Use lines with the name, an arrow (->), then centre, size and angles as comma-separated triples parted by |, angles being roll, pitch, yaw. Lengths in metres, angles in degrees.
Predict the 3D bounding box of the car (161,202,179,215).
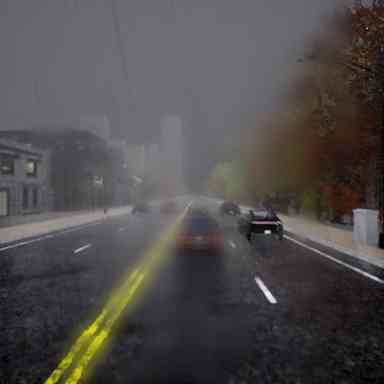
car -> -2.650, 1.923, 40.074 | 1.882, 1.535, 5.008 | 0, -1, 1

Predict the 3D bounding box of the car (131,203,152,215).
car -> -5.908, 1.981, 39.819 | 2.033, 1.411, 5.357 | 0, -1, 1

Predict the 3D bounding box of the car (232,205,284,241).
car -> 3.649, 1.709, 18.232 | 2.128, 1.511, 4.902 | 0, -1, 1

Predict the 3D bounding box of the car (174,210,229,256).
car -> 0.314, 1.706, 13.815 | 2.033, 1.411, 5.357 | 0, -1, 1

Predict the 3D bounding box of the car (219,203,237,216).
car -> 3.954, 1.887, 35.125 | 1.882, 1.535, 5.008 | 0, -1, 1

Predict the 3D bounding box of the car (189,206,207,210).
car -> 0.647, 1.967, 32.143 | 1.895, 1.301, 4.718 | 0, -1, 1
